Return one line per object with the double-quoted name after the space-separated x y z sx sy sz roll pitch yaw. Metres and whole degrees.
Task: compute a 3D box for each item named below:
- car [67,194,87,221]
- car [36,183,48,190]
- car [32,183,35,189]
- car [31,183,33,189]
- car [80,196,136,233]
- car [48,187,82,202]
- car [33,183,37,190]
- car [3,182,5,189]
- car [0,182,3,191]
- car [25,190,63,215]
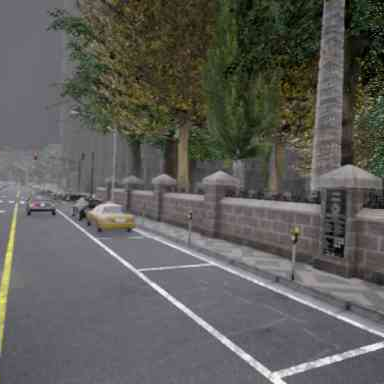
-6.681 1.047 21.656 1.947 1.339 4.313 2 1 -27 "car"
-26.339 -0.313 59.743 1.967 1.590 4.097 2 1 -27 "car"
-36.317 -0.829 79.063 1.887 1.381 4.507 2 1 -27 "car"
-38.811 -0.983 83.892 1.887 1.381 4.507 2 1 -27 "car"
-4.255 1.160 16.960 1.752 1.417 4.829 2 1 -27 "car"
-14.771 0.369 40.905 2.097 1.767 4.553 3 -1 25 "car"
-33.824 -0.668 74.233 2.008 1.369 4.403 2 1 -27 "car"
-43.806 -1.123 74.996 1.752 1.417 4.829 2 1 -27 "car"
-36.395 -0.873 60.655 2.192 1.841 5.009 2 1 -27 "car"
-10.862 0.827 23.904 2.033 1.411 5.357 2 1 -27 "car"
